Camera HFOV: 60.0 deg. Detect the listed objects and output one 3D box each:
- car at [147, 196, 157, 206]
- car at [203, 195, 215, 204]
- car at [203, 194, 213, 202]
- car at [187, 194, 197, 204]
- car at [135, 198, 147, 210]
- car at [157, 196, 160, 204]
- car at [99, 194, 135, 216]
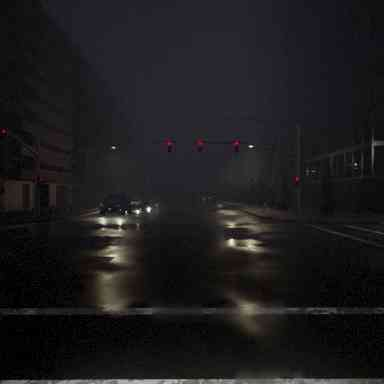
[{"bbox_3d":[-7.331,1.601,53.526,1.895,1.301,4.718,0,0,1],"label":"car"},{"bbox_3d":[3.478,1.492,64.776,2.128,1.511,4.902,0,0,1],"label":"car"},{"bbox_3d":[3.485,1.355,74.641,2.097,1.767,4.553,0,0,1],"label":"car"},{"bbox_3d":[-0.021,1.564,64.686,1.994,1.385,4.181,0,0,1],"label":"car"},{"bbox_3d":[-7.440,1.526,43.551,1.812,1.442,4.674,0,0,1],"label":"car"},{"bbox_3d":[-7.180,1.526,63.880,1.812,1.442,4.674,0,0,1],"label":"car"},{"bbox_3d":[-7.473,1.223,33.090,2.150,2.045,5.566,0,0,1],"label":"car"}]
